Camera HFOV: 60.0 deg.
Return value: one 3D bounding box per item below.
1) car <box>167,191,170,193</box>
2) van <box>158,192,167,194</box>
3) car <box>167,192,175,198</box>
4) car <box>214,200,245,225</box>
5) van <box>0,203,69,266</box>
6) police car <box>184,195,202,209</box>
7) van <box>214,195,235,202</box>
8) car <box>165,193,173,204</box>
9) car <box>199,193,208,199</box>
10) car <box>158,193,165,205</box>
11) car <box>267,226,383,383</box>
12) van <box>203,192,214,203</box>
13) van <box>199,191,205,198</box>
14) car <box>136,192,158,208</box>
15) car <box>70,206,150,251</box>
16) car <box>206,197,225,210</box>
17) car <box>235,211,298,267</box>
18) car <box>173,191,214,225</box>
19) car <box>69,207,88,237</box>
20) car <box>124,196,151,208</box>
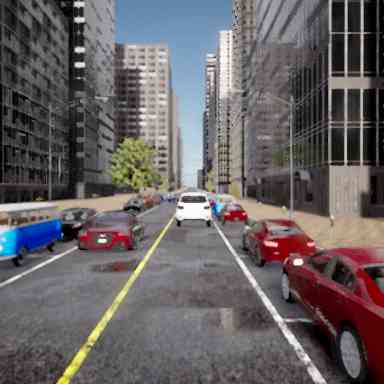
[{"bbox_3d":[-5.689,0.997,61.872,1.967,1.590,4.097,0,0,0],"label":"car"},{"bbox_3d":[-5.689,0.941,56.203,1.690,1.788,3.998,0,0,0],"label":"van"},{"bbox_3d":[-5.688,0.848,90.046,1.752,1.417,4.829,0,0,0],"label":"car"},{"bbox_3d":[2.691,1.433,22.196,1.802,1.307,4.206,0,0,0],"label":"car"},{"bbox_3d":[-5.691,1.271,10.856,1.690,1.788,3.998,0,0,0],"label":"van"},{"bbox_3d":[0.101,1.215,41.240,2.038,1.542,4.974,0,0,0],"label":"police car"},{"bbox_3d":[2.691,1.150,27.863,1.690,1.788,3.998,0,0,0],"label":"van"},{"bbox_3d":[-3.065,1.210,54.948,1.895,1.301,4.718,0,0,0],"label":"car"},{"bbox_3d":[2.692,0.985,78.879,1.947,1.339,4.313,0,0,0],"label":"car"},{"bbox_3d":[-5.689,1.187,50.535,1.887,1.381,4.507,0,0,0],"label":"car"},{"bbox_3d":[2.690,1.511,5.189,1.887,1.381,4.507,0,0,0],"label":"car"},{"bbox_3d":[2.692,0.941,56.203,1.690,1.788,3.998,0,0,0],"label":"van"},{"bbox_3d":[2.693,0.663,90.214,1.690,1.788,3.998,0,1,0],"label":"van"},{"bbox_3d":[-5.689,1.041,39.199,2.192,1.841,5.009,0,0,0],"label":"car"},{"bbox_3d":[-3.099,1.476,13.475,1.994,1.385,4.181,0,0,0],"label":"car"},{"bbox_3d":[2.691,1.271,39.200,1.887,1.381,4.507,0,0,0],"label":"car"},{"bbox_3d":[2.690,1.512,10.857,1.802,1.307,4.206,0,0,0],"label":"car"},{"bbox_3d":[0.105,1.072,22.549,2.150,2.045,5.566,0,1,0],"label":"car"},{"bbox_3d":[-5.690,1.457,16.527,1.947,1.339,4.313,0,0,0],"label":"car"},{"bbox_3d":[-5.689,1.333,33.533,1.947,1.339,4.313,0,0,0],"label":"car"}]
